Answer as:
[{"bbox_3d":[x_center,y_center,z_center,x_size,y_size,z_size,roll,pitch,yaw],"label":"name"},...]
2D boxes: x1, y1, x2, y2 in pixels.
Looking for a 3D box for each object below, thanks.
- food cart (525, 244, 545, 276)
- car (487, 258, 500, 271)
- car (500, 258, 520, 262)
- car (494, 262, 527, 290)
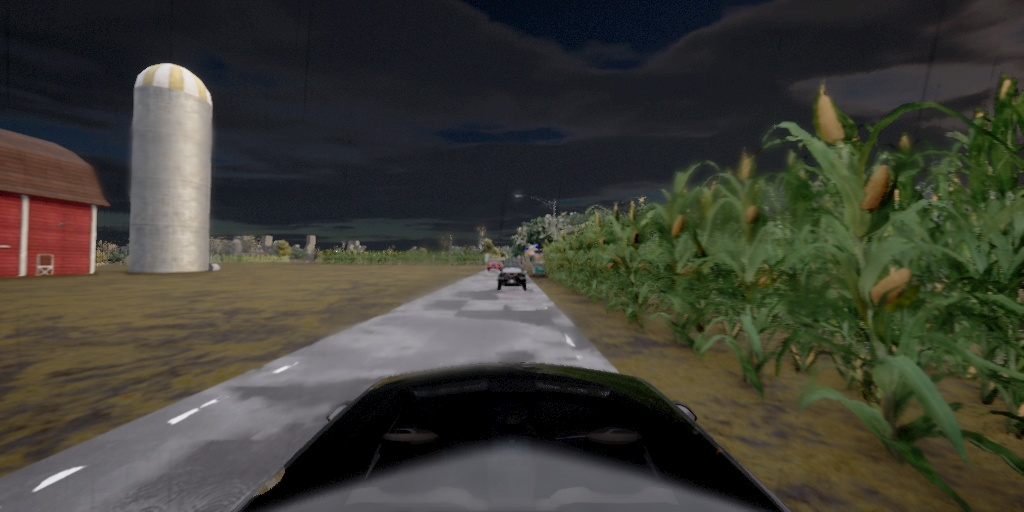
[{"bbox_3d":[3.108,0.524,42.770,2.280,3.560,4.660,0,0,0],"label":"food cart"},{"bbox_3d":[-2.818,1.392,57.678,2.150,2.045,5.566,0,0,1],"label":"car"},{"bbox_3d":[0.063,1.279,42.721,2.150,2.045,5.566,0,-1,0],"label":"car"},{"bbox_3d":[0.009,1.400,24.525,1.882,1.535,5.008,0,0,0],"label":"car"}]
